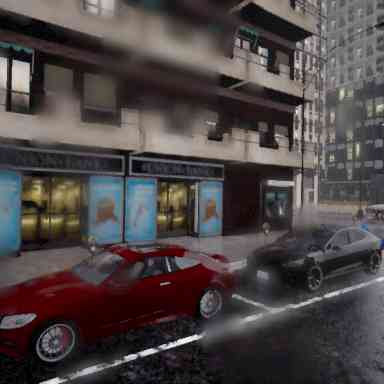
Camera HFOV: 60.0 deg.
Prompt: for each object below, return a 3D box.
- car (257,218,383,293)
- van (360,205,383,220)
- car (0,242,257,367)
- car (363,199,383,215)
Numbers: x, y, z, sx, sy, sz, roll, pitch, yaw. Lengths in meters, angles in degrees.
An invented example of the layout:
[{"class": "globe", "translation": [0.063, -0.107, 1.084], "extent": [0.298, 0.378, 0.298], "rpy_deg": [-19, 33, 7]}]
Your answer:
[{"class": "car", "translation": [3.434, 1.567, 8.952], "extent": [4.313, 1.339, 1.947], "rpy_deg": [0, 1, -35]}, {"class": "van", "translation": [7.850, 1.344, 12.305], "extent": [3.998, 1.788, 1.690], "rpy_deg": [0, 1, -35]}, {"class": "car", "translation": [-1.075, 1.581, 5.735], "extent": [4.206, 1.307, 1.802], "rpy_deg": [0, 1, -35]}, {"class": "car", "translation": [20.083, 1.508, 34.152], "extent": [1.967, 1.590, 4.097], "rpy_deg": [1, -1, -35]}]
